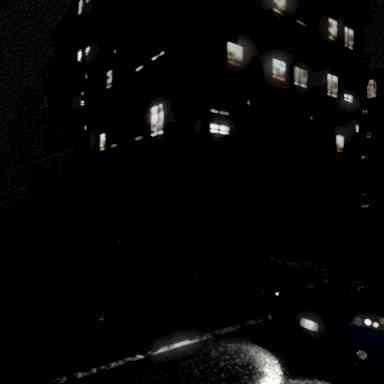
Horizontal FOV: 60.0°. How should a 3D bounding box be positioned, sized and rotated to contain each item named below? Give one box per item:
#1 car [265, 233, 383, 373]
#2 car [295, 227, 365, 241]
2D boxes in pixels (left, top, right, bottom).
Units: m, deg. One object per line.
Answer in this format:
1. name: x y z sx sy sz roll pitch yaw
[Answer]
1. car: 3.208 1.634 5.662 4.181 1.385 1.994 1 0 -35
2. car: 3.963 1.685 9.383 4.206 1.307 1.802 1 0 -35
